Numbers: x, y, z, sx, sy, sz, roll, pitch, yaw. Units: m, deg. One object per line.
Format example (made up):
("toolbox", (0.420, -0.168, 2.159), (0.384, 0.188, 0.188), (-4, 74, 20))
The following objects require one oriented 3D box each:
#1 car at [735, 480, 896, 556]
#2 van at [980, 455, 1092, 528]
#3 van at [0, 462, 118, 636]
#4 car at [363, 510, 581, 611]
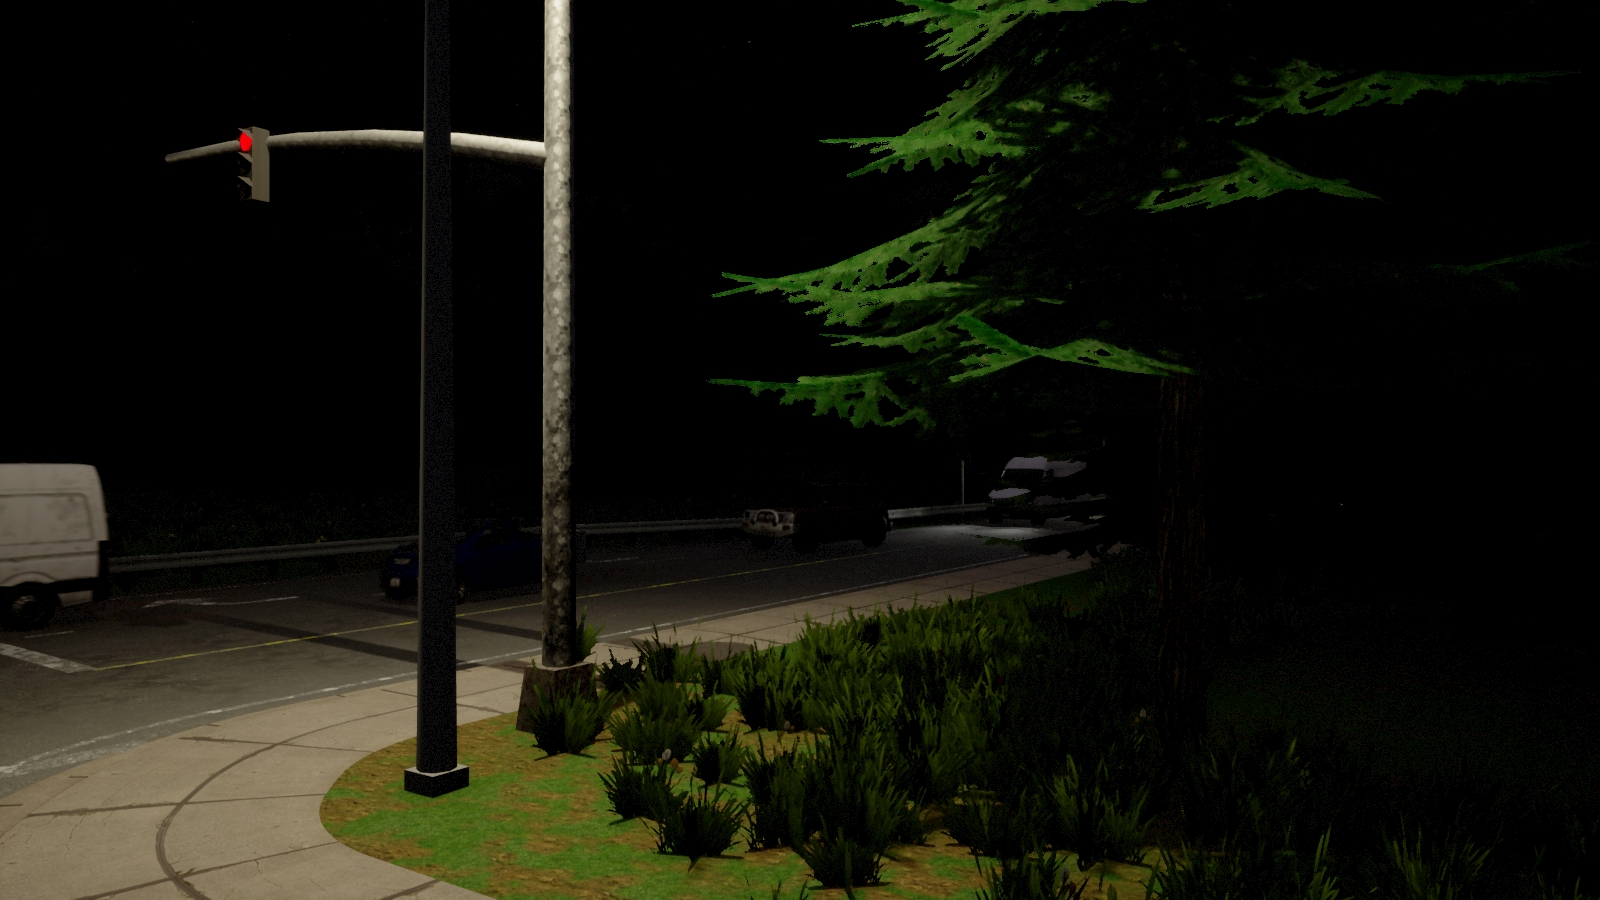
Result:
("car", (0.505, 1.826, 31.969), (1.932, 1.855, 4.605), (1, 0, 42))
("van", (9.134, 1.497, 43.810), (1.988, 2.561, 5.915), (0, 0, 36))
("van", (-13.612, 1.497, 16.703), (1.988, 2.561, 5.915), (1, 1, 41))
("car", (-6.109, 2.000, 21.612), (1.845, 1.501, 3.633), (0, 0, 34))
